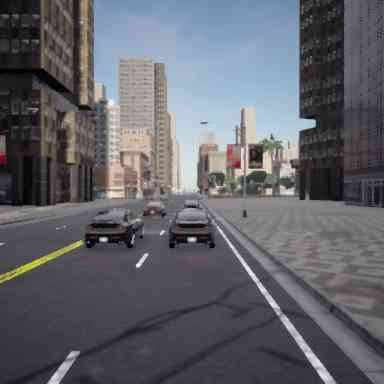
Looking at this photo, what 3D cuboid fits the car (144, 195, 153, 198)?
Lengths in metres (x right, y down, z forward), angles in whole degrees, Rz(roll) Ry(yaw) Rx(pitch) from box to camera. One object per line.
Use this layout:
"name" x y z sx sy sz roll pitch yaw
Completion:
"car" -9.750 1.362 75.709 1.994 1.385 4.181 0 0 0

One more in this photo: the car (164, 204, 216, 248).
"car" 0.000 1.494 14.649 1.837 1.490 4.892 0 0 0

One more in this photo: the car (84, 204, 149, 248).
"car" -3.250 1.494 14.649 1.837 1.490 4.892 0 0 0

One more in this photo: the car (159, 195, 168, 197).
"car" -6.499 1.334 75.709 1.812 1.442 4.674 0 0 0

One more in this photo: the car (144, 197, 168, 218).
"car" -3.250 1.481 29.649 1.812 1.442 4.674 0 0 0

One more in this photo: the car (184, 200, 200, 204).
"car" 0.000 1.465 29.649 1.837 1.490 4.892 0 0 0
